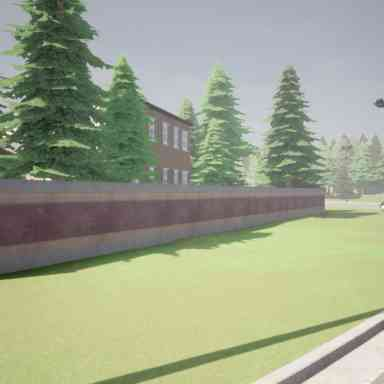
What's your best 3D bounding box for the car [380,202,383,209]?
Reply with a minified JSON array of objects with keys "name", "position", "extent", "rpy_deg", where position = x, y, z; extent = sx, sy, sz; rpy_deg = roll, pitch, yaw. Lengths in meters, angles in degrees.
[{"name":"car","position":[25.199,1.505,40.693],"extent":[1.837,1.490,4.892],"rpy_deg":[0,0,-6]}]
